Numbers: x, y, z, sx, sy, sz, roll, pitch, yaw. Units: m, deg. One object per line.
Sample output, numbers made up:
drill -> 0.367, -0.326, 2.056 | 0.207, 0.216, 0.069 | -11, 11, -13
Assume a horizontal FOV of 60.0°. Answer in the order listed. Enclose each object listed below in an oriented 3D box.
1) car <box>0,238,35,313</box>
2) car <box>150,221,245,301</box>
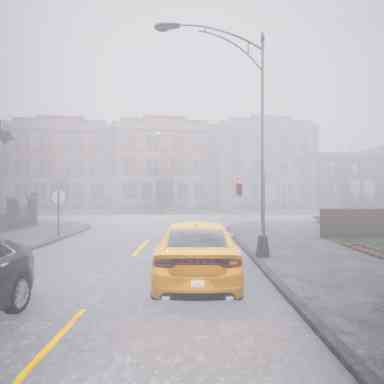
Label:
car -> -4.085, 1.499, 4.813 | 1.837, 1.490, 4.892 | 0, 2, 0
car -> 0.110, 1.478, 8.396 | 1.882, 1.535, 5.008 | 0, 0, 0
